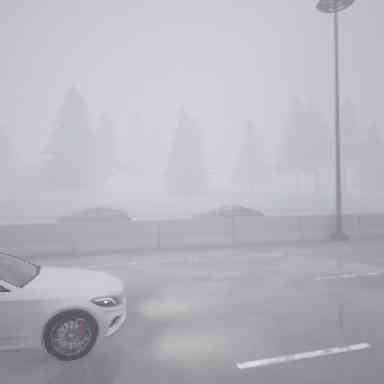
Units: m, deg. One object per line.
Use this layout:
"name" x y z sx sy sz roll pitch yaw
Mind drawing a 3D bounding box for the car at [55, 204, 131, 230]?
"car" -6.608 1.741 22.428 4.892 1.490 1.837 -1 0 -16

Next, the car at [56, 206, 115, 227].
"car" -8.122 1.839 25.637 4.181 1.385 1.994 -1 0 -16

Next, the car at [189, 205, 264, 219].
"car" 2.226 1.616 21.265 4.902 1.511 2.128 -1 0 -16

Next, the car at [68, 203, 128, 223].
"car" -8.192 1.806 29.253 4.892 1.490 1.837 -1 0 -16

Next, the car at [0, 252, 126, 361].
"car" -3.373 1.604 4.954 4.674 1.442 1.812 -1 0 -16
